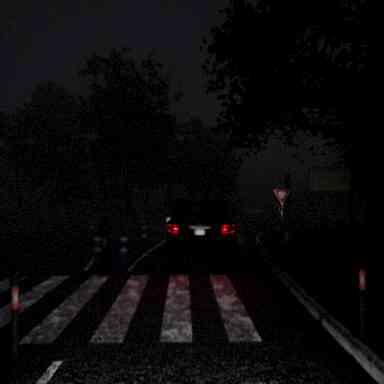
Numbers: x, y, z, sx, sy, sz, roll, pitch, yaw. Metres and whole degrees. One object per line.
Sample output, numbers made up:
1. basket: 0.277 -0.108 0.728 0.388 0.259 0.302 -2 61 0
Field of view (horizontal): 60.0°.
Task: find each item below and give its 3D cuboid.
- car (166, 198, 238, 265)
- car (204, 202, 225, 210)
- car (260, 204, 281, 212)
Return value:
1. car: 0.442 1.217 11.894 2.150 2.045 5.566 0 0 5
2. car: 5.181 3.281 76.848 2.128 1.511 4.902 0 1 -37
3. car: 16.072 3.241 67.549 1.837 1.490 4.892 1 -1 -40
